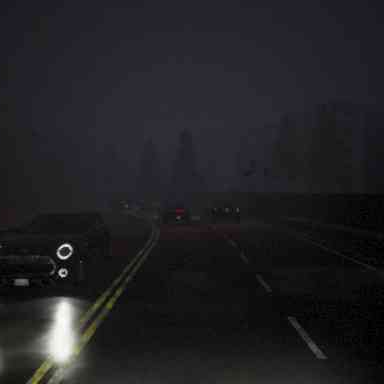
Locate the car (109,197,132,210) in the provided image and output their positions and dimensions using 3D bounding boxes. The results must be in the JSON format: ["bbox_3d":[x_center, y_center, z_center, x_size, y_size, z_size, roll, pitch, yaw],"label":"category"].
[{"bbox_3d":[-8.970,1.405,40.872,1.837,1.490,4.892,0,-1,-35],"label":"car"}]

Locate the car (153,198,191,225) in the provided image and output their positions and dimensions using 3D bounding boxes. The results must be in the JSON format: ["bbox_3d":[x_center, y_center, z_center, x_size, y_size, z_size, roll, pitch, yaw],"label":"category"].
[{"bbox_3d":[-1.349,1.435,23.892,2.128,1.511,4.902,0,0,-12],"label":"car"}]

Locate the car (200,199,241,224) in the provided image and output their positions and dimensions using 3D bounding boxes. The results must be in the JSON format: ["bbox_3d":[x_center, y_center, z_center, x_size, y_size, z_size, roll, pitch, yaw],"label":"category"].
[{"bbox_3d":[1.979,1.292,24.794,2.097,1.767,4.553,0,0,-12],"label":"car"}]

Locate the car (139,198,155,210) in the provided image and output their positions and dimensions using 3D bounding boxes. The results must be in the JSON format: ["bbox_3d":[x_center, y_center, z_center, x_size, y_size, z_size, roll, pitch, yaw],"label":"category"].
[{"bbox_3d":[-5.042,1.464,41.272,1.994,1.385,4.181,0,0,-33],"label":"car"}]

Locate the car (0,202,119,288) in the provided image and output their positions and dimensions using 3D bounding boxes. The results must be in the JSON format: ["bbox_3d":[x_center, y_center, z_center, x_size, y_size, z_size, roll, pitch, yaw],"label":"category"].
[{"bbox_3d":[-3.670,1.330,9.342,2.097,1.767,4.553,0,0,-1],"label":"car"}]
